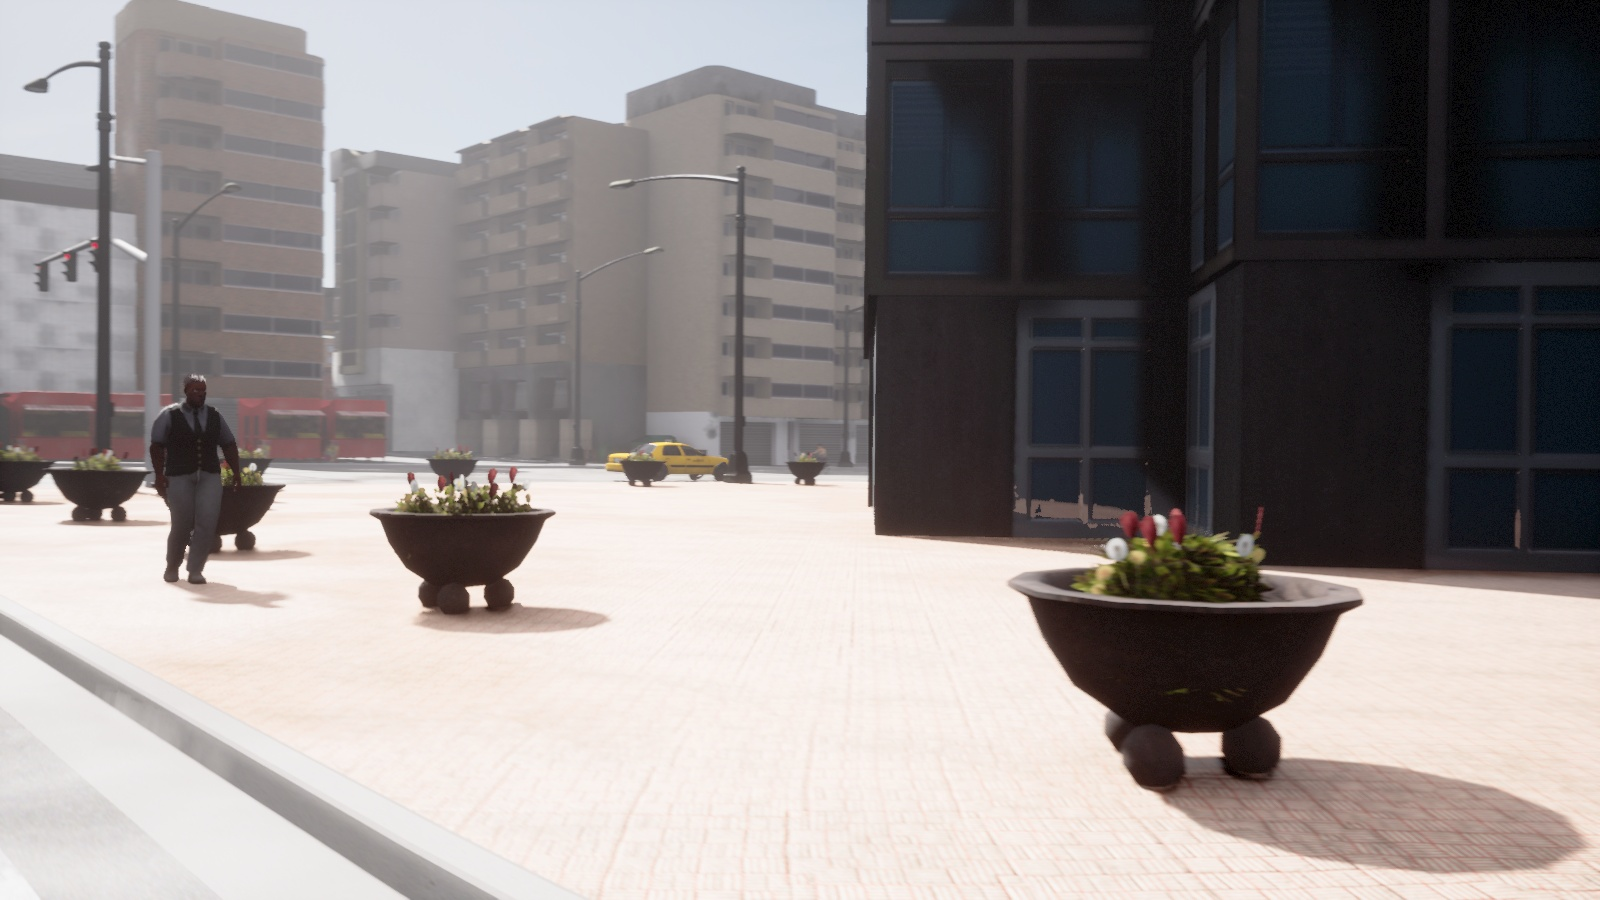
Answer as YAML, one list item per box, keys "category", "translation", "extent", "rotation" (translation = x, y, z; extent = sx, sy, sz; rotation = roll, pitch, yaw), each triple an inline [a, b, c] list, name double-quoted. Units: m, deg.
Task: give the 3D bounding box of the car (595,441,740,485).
- category: "car"
  translation: [-4.878, 0.458, 46.914]
  extent: [5.366, 1.575, 1.801]
  rotation: [0, 0, -43]

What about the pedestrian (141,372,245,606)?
- category: "pedestrian"
  translation: [-5.126, 0.311, 10.590]
  extent: [0.563, 1.883, 0.849]
  rotation: [-1, 1, -41]
